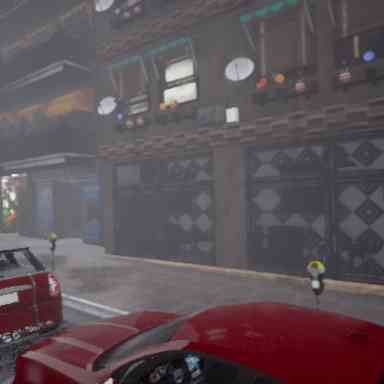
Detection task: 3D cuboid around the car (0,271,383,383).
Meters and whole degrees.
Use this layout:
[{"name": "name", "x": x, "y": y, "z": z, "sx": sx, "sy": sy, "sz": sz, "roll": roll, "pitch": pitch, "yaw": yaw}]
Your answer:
[{"name": "car", "x": 0.410, "y": 1.555, "z": 2.451, "sx": 4.507, "sy": 1.381, "sz": 1.887, "roll": -1, "pitch": -2, "yaw": 36}]

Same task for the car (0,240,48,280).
[{"name": "car", "x": -4.086, "y": 1.506, "z": 5.675, "sx": 4.097, "sy": 1.590, "sz": 1.967, "roll": -1, "pitch": -2, "yaw": 36}]
